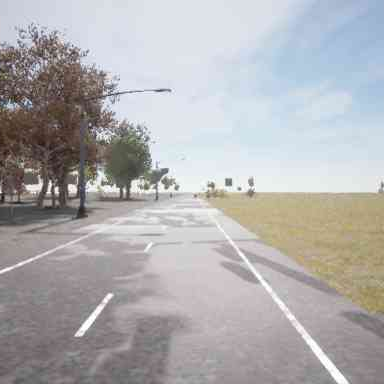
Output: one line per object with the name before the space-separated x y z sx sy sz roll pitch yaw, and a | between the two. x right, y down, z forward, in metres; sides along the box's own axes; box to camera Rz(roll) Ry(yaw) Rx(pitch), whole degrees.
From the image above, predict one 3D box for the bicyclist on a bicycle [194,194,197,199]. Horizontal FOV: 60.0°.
bicyclist on a bicycle | 0.987 1.406 95.478 0.659 1.776 1.843 2 1 0
